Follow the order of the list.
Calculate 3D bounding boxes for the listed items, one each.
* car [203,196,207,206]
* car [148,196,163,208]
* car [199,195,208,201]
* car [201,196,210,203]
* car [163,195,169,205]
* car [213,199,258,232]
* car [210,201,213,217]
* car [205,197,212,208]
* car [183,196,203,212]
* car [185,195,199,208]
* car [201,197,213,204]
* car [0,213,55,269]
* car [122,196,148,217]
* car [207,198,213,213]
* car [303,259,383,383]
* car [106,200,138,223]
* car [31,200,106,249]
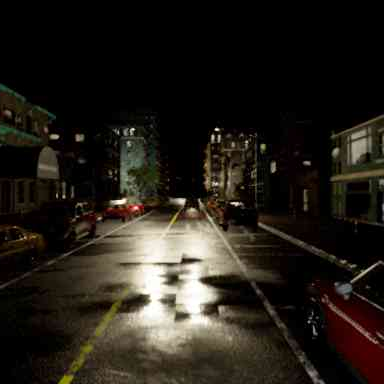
[{"bbox_3d":[2.762,1.528,47.778,1.752,1.417,4.829,0,0,0],"label":"car"},{"bbox_3d":[-5.748,1.528,49.391,1.752,1.417,4.829,1,0,0],"label":"car"},{"bbox_3d":[2.833,1.564,81.547,1.887,1.381,4.507,0,0,0],"label":"car"},{"bbox_3d":[2.833,1.595,72.545,1.802,1.307,4.206,0,0,0],"label":"car"},{"bbox_3d":[-5.801,1.558,60.627,2.008,1.369,4.403,1,0,0],"label":"car"},{"bbox_3d":[2.701,1.314,20.249,2.192,1.841,5.009,1,0,0],"label":"car"},{"bbox_3d":[2.699,1.565,25.781,1.947,1.339,4.313,1,0,0],"label":"car"},{"bbox_3d":[2.707,1.545,36.541,1.887,1.381,4.507,0,0,0],"label":"car"},{"bbox_3d":[0.003,1.506,38.603,1.837,1.490,4.892,0,0,0],"label":"car"},{"bbox_3d":[0.013,1.355,50.096,2.097,1.767,4.553,0,0,0],"label":"car"},{"bbox_3d":[2.832,1.575,63.544,1.947,1.339,4.313,0,0,0],"label":"car"},{"bbox_3d":[-5.682,1.524,9.014,1.752,1.417,4.829,1,0,0],"label":"car"},{"bbox_3d":[-5.679,1.440,31.317,1.967,1.590,4.097,1,0,0],"label":"car"},{"bbox_3d":[2.699,1.566,31.315,1.947,1.339,4.313,1,0,0],"label":"car"},{"bbox_3d":[2.698,1.440,3.650,1.967,1.590,4.097,1,0,0],"label":"car"},{"bbox_3d":[-5.682,1.581,25.784,1.802,1.307,4.206,1,0,0],"label":"car"},{"bbox_3d":[-5.680,1.313,14.718,2.192,1.841,5.009,1,0,0],"label":"car"}]
